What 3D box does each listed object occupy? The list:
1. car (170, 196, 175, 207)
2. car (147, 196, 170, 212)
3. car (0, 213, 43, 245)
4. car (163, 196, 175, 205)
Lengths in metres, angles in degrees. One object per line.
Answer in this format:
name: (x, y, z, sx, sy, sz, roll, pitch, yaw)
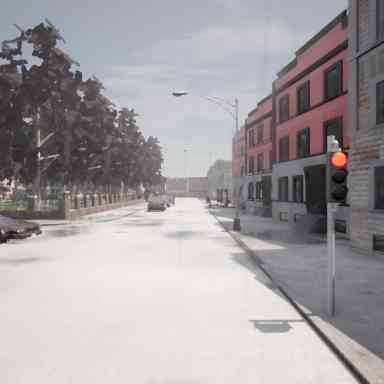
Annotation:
car: (-4.083, 1.547, 49.263, 2.033, 1.411, 5.357, 0, 0, 0)
car: (-4.087, 1.478, 39.363, 1.882, 1.535, 5.008, 0, 0, 0)
car: (-9.732, 1.547, 15.157, 5.357, 1.411, 2.033, 0, 0, 5)
car: (-4.050, 1.505, 59.662, 1.837, 1.490, 4.892, 0, 0, 0)
